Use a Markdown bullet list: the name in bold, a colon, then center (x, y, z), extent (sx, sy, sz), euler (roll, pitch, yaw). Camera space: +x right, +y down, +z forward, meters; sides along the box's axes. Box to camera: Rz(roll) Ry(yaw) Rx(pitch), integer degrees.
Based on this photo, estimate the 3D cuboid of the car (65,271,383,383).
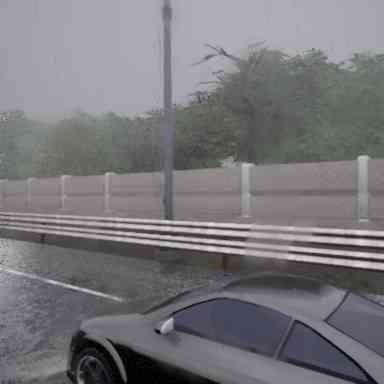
- **car**: center (0.580, 1.580, 3.455), extent (4.181, 1.385, 1.994), euler (-1, 0, 36)
